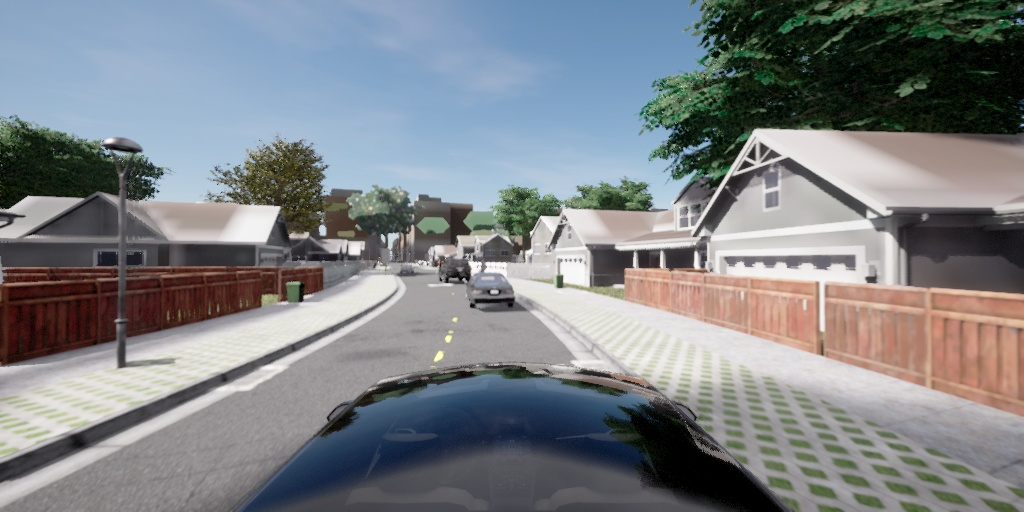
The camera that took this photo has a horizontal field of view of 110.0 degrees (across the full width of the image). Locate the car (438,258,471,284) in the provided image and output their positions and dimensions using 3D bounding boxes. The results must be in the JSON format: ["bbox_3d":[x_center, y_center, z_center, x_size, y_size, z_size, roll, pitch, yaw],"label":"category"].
[{"bbox_3d":[-4.973,1.231,30.814,2.150,2.045,5.566,0,0,-19],"label":"car"}]

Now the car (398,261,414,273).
[{"bbox_3d":[-15.050,1.800,51.212,1.895,1.301,4.718,0,-1,-19],"label":"car"}]

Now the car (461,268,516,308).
[{"bbox_3d":[-1.084,1.429,16.061,2.033,1.411,5.357,0,0,-10],"label":"car"}]
